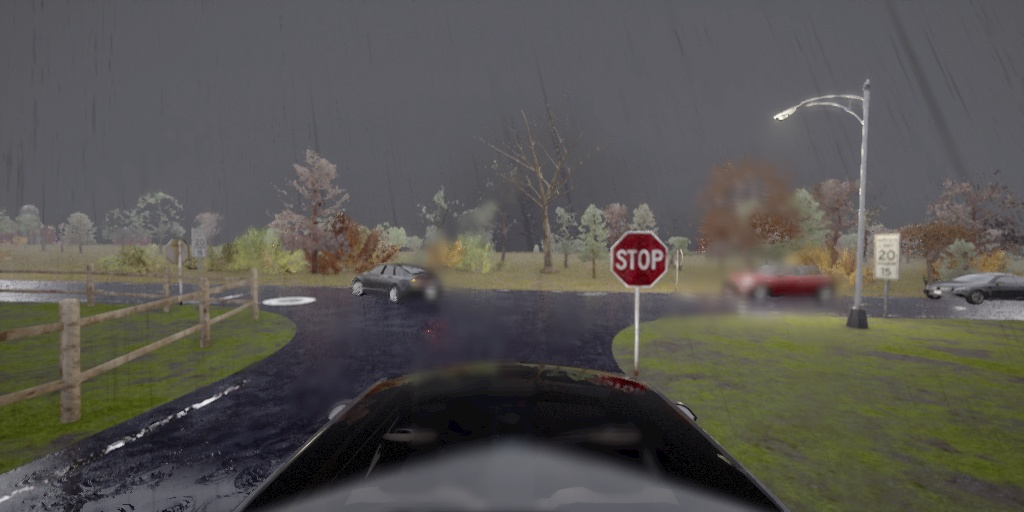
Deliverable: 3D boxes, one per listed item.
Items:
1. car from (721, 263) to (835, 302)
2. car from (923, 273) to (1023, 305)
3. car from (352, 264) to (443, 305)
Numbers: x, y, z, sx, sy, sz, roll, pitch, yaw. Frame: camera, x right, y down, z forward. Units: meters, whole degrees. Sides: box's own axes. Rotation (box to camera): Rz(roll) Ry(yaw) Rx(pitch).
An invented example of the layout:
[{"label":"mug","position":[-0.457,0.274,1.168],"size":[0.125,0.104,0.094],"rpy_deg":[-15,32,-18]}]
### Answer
[{"label":"car","position":[12.789,1.187,17.426],"size":[4.553,1.767,2.097],"rpy_deg":[1,1,-1]},{"label":"car","position":[23.082,1.543,17.472],"size":[4.674,1.442,1.812],"rpy_deg":[1,1,0]},{"label":"car","position":[-4.952,1.068,15.227],"size":[4.892,1.490,1.837],"rpy_deg":[2,0,40]}]
